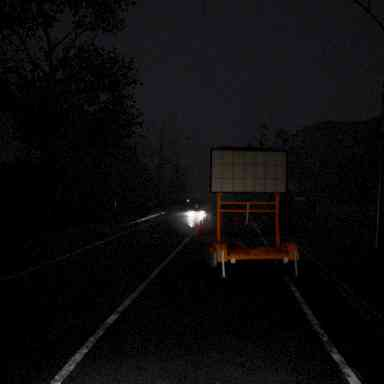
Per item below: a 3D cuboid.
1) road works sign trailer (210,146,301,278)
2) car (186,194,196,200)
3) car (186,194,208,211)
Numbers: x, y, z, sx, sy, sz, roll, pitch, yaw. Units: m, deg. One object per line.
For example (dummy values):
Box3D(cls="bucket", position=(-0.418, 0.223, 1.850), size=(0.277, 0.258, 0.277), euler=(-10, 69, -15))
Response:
Box3D(cls="road works sign trailer", position=(1.671, 0.441, 10.174), size=(2.380, 3.560, 2.880), euler=(1, 0, -7))
Box3D(cls="car", position=(-0.368, 1.177, 85.257), size=(1.812, 1.442, 4.674), euler=(-1, 0, -11))
Box3D(cls="car", position=(0.768, 1.296, 38.287), size=(2.128, 1.511, 4.902), euler=(1, 0, 7))
